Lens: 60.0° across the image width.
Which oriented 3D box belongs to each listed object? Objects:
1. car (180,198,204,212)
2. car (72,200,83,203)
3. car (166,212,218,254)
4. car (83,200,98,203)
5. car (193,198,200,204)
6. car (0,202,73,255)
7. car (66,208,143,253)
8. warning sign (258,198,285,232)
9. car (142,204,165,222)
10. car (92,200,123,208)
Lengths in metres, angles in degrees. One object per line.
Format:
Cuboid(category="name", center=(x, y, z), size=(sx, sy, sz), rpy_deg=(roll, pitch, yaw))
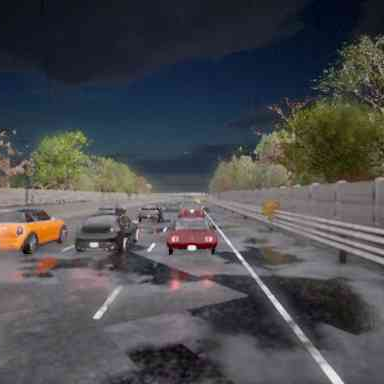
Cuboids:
Cuboid(category="car", center=(0.005, 1.639, 29.076), size=(2.097, 1.767, 4.553), rpy_deg=(0, -1, 0))
Cuboid(category="car", center=(-24.493, 2.305, 71.012), size=(1.994, 1.385, 4.181), rpy_deg=(0, -1, 0))
Cuboid(category="car", center=(0.003, 1.737, 14.111), size=(1.895, 1.301, 4.718), rpy_deg=(0, -1, 0))
Cuboid(category="car", center=(-20.993, 2.347, 70.981), size=(1.895, 1.301, 4.718), rpy_deg=(0, -1, 0))
Cuboid(category="car", center=(1.234, 2.452, 89.123), size=(1.882, 1.535, 5.008), rpy_deg=(0, -1, 0))
Cuboid(category="car", center=(-6.996, 1.486, 14.077), size=(2.097, 1.767, 4.553), rpy_deg=(0, -1, 0))
Cuboid(category="car", center=(-3.495, 1.646, 14.308), size=(1.837, 1.490, 4.892), rpy_deg=(0, 0, 0))
Cuboid(category="warning sign", center=(4.550, 1.301, 19.131), size=(1.300, 1.860, 1.060), rpy_deg=(0, -1, 0))
Cuboid(category="car", center=(-3.494, 1.783, 29.294), size=(2.128, 1.511, 4.902), rpy_deg=(0, -1, 0))
Cuboid(category="car", center=(-6.994, 1.783, 29.297), size=(2.128, 1.511, 4.902), rpy_deg=(0, -1, 0))
